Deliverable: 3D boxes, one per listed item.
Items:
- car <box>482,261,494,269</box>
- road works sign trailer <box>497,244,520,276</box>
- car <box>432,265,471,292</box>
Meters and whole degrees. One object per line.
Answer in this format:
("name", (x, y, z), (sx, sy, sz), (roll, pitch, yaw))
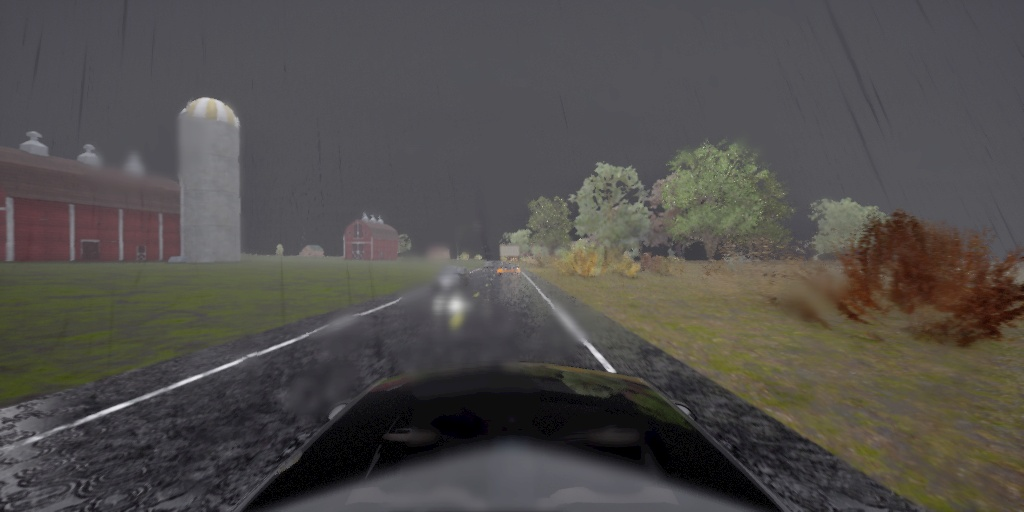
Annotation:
("car", (-4.144, 1.653, 63.495), (1.994, 1.385, 4.181), (0, 0, -1))
("road works sign trailer", (-0.234, 0.426, 41.046), (2.380, 3.560, 2.880), (0, 0, -1))
("car", (-3.666, 1.354, 22.461), (2.128, 1.511, 4.902), (0, 0, 0))
